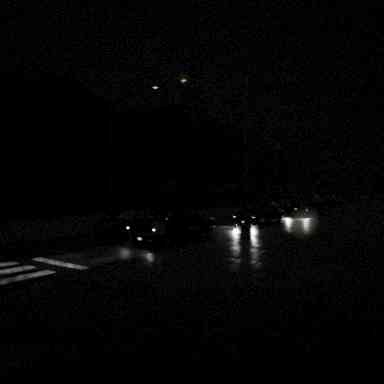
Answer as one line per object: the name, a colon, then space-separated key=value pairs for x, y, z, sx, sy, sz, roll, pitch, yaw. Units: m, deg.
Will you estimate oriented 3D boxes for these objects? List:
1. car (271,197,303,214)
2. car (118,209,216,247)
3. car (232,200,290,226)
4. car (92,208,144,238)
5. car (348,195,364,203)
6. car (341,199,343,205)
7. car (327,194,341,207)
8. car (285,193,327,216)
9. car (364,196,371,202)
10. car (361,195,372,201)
car: x=10.141 y=1.387 z=35.271 sx=1.967 sy=1.590 sz=4.097 roll=0 pitch=0 yaw=35
car: x=-0.852 y=1.572 z=15.242 sx=1.895 sy=1.301 sz=4.718 roll=0 pitch=0 yaw=35
car: x=4.777 y=1.501 z=23.234 sx=2.033 sy=1.411 sz=5.357 roll=0 pitch=0 yaw=35
car: x=-2.931 y=1.527 z=16.691 sx=2.008 sy=1.369 sz=4.403 roll=0 pitch=0 yaw=35
car: x=33.021 y=1.517 z=67.785 sx=1.947 sy=1.339 sz=4.313 roll=0 pitch=0 yaw=35
car: x=23.216 y=1.508 z=53.851 sx=1.947 sy=1.339 sz=4.313 roll=0 pitch=0 yaw=35
car: x=19.947 y=1.258 z=49.206 sx=2.192 sy=1.841 sz=5.009 roll=0 pitch=0 yaw=35
car: x=10.848 y=1.166 z=31.848 sx=2.150 sy=2.045 sz=5.566 roll=0 pitch=0 yaw=35
car: x=39.459 y=1.494 z=76.937 sx=1.752 sy=1.417 sz=4.829 roll=0 pitch=0 yaw=35
car: x=42.825 y=1.527 z=81.720 sx=1.887 sy=1.381 sz=4.507 roll=0 pitch=0 yaw=35
